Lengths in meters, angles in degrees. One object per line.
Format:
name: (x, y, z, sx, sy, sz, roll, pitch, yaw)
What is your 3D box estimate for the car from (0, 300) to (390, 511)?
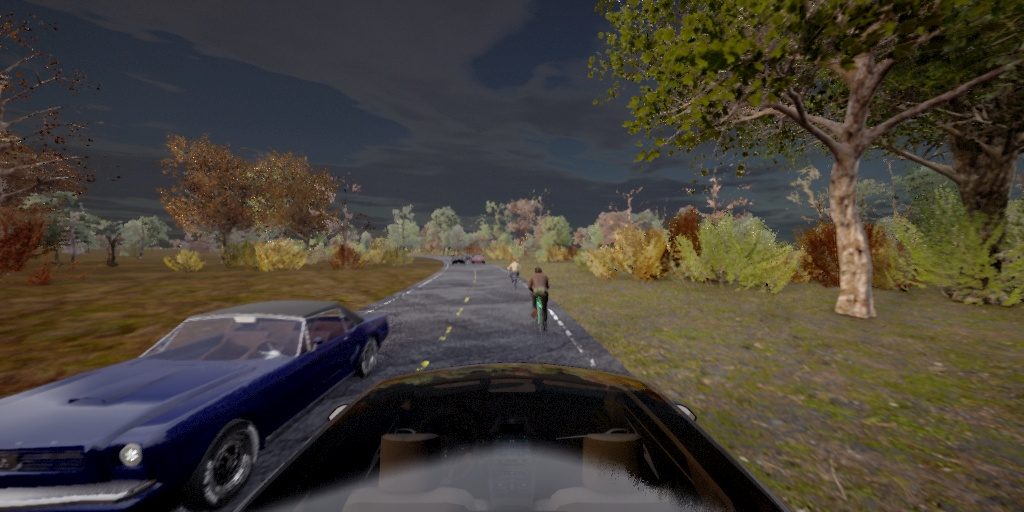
car: (-3.165, 1.312, 4.401, 1.895, 1.301, 4.718, 0, 1, -1)

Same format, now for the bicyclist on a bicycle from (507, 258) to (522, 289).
bicyclist on a bicycle: (0.147, 0.913, 19.119, 0.866, 1.612, 1.509, 0, 1, -3)

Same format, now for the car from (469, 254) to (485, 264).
car: (-5.467, 0.462, 56.236, 1.994, 1.385, 4.181, 0, 1, -11)

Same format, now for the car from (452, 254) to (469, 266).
car: (-7.216, 0.624, 48.411, 1.895, 1.301, 4.718, 0, 1, -9)

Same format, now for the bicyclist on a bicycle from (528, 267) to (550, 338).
bicyclist on a bicycle: (0.669, 1.091, 8.769, 0.582, 1.620, 1.656, 0, 1, -2)
